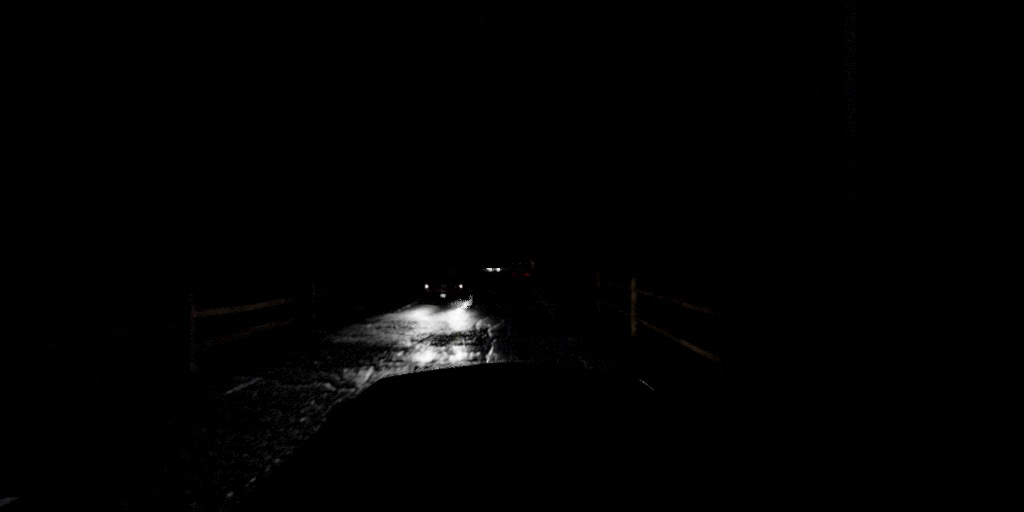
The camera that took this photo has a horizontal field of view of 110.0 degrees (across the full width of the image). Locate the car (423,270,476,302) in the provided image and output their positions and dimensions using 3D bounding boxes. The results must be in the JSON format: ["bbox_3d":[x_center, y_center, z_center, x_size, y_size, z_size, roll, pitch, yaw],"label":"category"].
[{"bbox_3d":[-2.851,1.345,17.130,1.895,1.301,4.718,0,0,0],"label":"car"}]

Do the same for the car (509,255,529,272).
[{"bbox_3d":[0.958,0.975,45.381,2.150,2.045,5.566,0,0,0],"label":"car"}]

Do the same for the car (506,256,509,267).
[{"bbox_3d":[-0.005,1.272,64.318,1.837,1.490,4.892,0,0,0],"label":"car"}]

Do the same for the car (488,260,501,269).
[{"bbox_3d":[-2.806,1.323,58.259,1.994,1.385,4.181,0,0,0],"label":"car"}]
